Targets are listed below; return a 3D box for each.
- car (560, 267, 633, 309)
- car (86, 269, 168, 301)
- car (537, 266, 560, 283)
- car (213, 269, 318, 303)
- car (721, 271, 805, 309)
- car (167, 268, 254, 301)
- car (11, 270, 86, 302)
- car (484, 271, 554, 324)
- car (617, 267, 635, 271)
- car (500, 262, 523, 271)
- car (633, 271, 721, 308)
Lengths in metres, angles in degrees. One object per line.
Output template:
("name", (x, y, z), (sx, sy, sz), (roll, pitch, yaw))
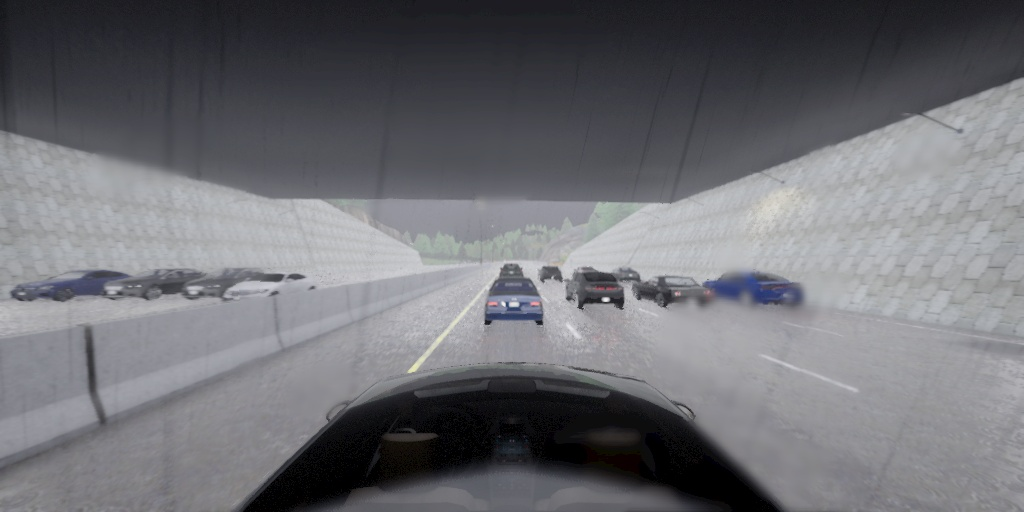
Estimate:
("car", (3.529, 1.422, 15.933), (1.837, 1.490, 4.892), (0, -1, 0))
("car", (-17.681, 1.377, 18.313), (2.128, 1.511, 4.902), (0, -1, 0))
("car", (3.440, 1.609, 32.855), (1.837, 1.490, 4.892), (0, -1, 0))
("car", (-10.662, 1.408, 16.330), (1.812, 1.442, 4.674), (0, -1, 0))
("car", (10.529, 1.416, 16.143), (1.882, 1.535, 5.008), (0, -1, 0))
("car", (-14.181, 1.388, 18.419), (2.128, 1.511, 4.902), (0, -1, 0))
("car", (-21.179, 1.397, 17.830), (1.812, 1.442, 4.674), (0, -1, 0))
("car", (0.045, 1.416, 12.424), (2.033, 1.411, 5.357), (0, -1, 0))
("car", (10.437, 1.694, 33.564), (1.994, 1.385, 4.181), (0, -1, 0))
("car", (-0.057, 1.443, 32.523), (2.097, 1.767, 4.553), (0, -1, 0))
("car", (7.029, 1.530, 16.191), (1.895, 1.301, 4.718), (0, -1, 0))
